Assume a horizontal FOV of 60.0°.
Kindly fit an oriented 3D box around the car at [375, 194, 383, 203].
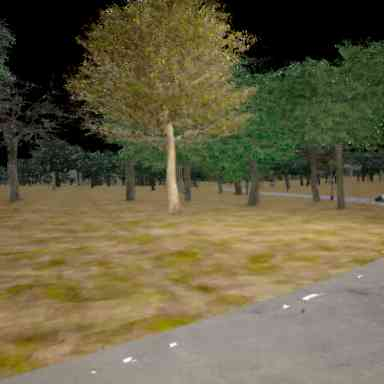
[{"bbox_3d":[34.064,1.160,58.985,1.812,1.442,4.674,-2,0,9],"label":"car"}]
